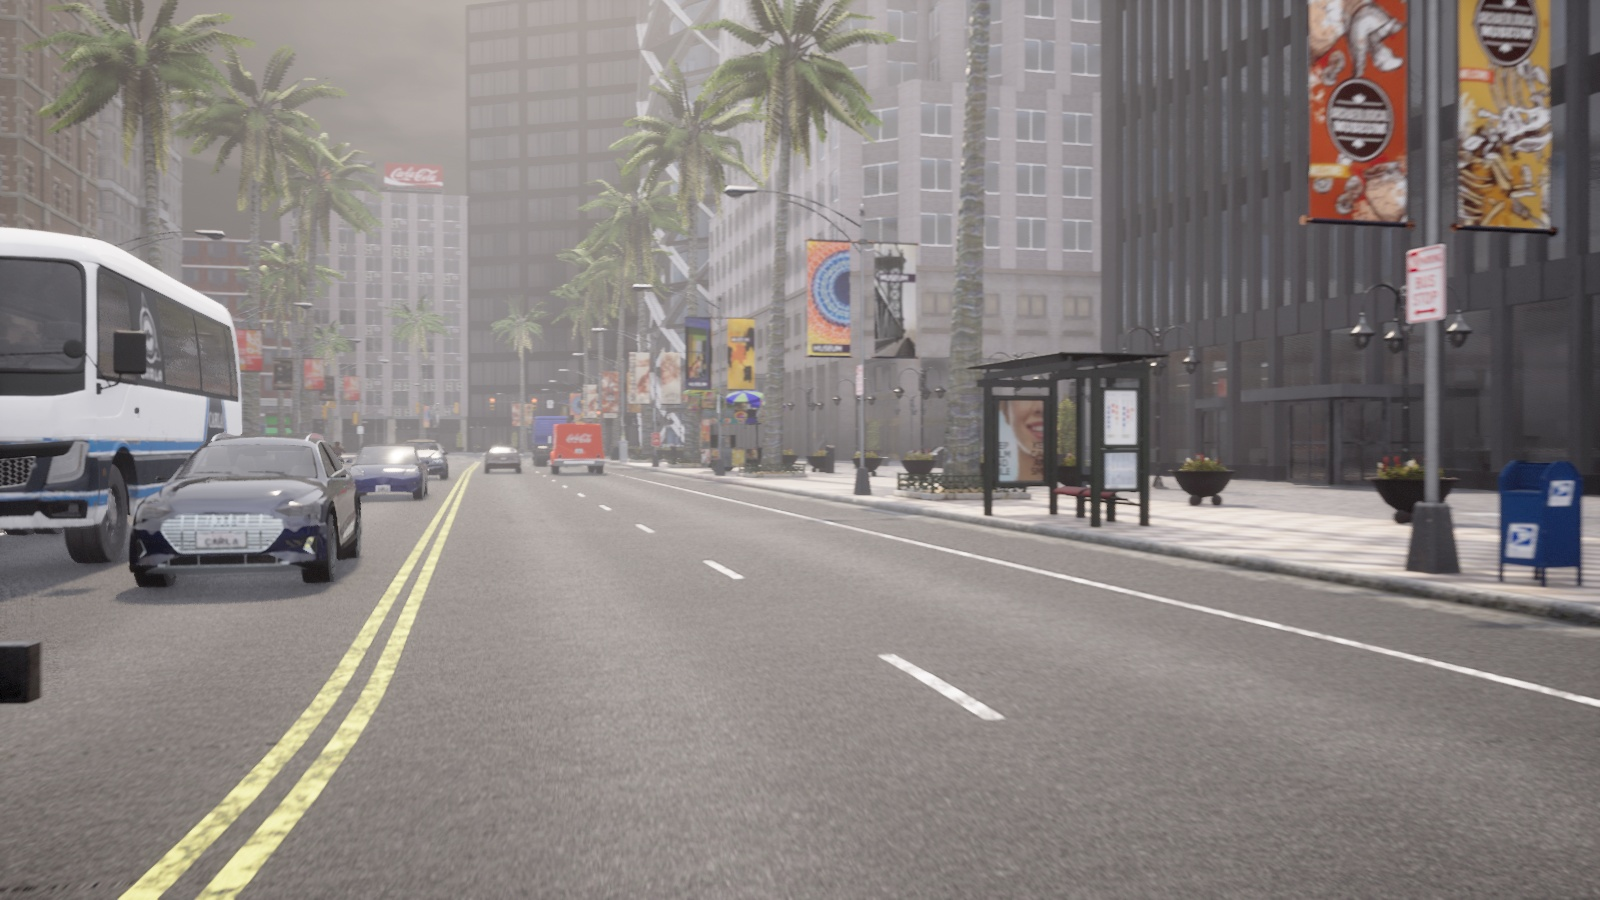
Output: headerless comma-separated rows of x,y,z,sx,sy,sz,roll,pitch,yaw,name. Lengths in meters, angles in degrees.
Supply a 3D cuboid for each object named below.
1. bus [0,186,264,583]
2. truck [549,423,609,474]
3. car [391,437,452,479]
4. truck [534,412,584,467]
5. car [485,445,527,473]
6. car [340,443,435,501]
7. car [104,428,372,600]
-10.769,-0.729,18.196,3.944,4.253,10.273,0,0,-14,bus
-11.082,-0.090,62.659,2.627,2.467,5.204,0,0,-14,truck
-15.770,0.300,52.567,2.242,1.667,4.611,0,0,-14,car
-16.183,-0.703,83.935,2.891,3.462,7.936,0,0,-14,truck
-15.200,0.434,64.723,2.033,1.411,5.357,0,0,-14,car
-11.284,0.555,34.663,2.163,1.488,4.792,0,0,-14,car
-6.261,0.596,14.612,2.033,1.649,4.856,0,0,-14,car
